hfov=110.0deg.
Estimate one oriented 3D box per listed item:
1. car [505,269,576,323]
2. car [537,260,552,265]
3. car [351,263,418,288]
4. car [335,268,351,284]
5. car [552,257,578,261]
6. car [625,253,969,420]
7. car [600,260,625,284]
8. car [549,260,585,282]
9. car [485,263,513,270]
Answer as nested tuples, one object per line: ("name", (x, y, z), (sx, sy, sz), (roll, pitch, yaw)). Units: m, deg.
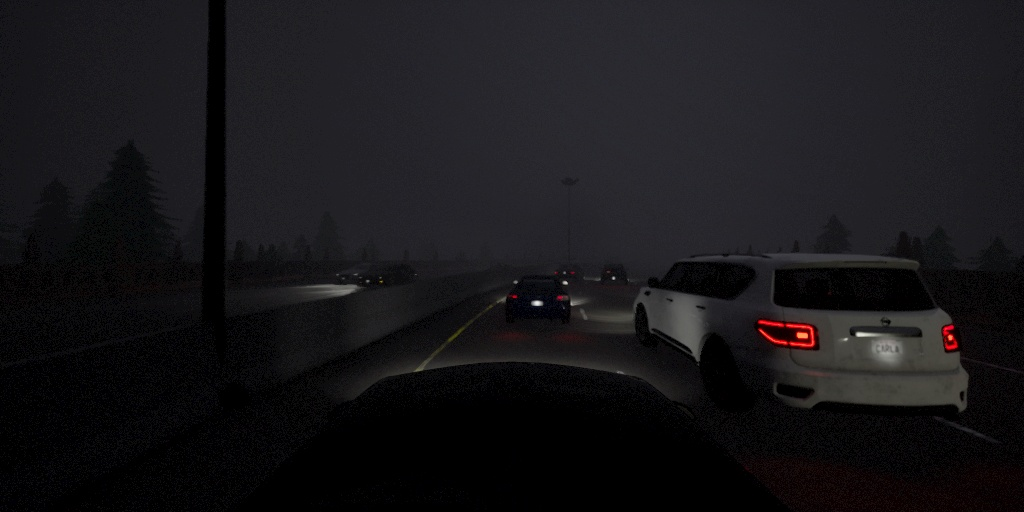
("car", (0.931, 1.311, 12.137), (1.994, 1.385, 4.181), (0, 0, 6))
("car", (6.447, 1.445, 63.537), (2.033, 1.411, 5.357), (0, 0, 34))
("car", (-7.910, 1.227, 23.415), (1.837, 1.490, 4.892), (0, 0, 13))
("car", (-10.785, 1.243, 26.365), (1.812, 1.442, 4.674), (0, 0, 14))
("car", (9.661, 1.114, 62.060), (2.150, 2.045, 5.566), (0, 0, 34))
("car", (3.833, 0.985, 6.197), (2.150, 2.045, 5.566), (0, 0, 3))
("car", (7.754, 1.284, 27.129), (1.837, 1.490, 4.892), (0, 0, 17))
("car", (4.774, 1.321, 29.525), (2.033, 1.411, 5.357), (0, 0, 18))
("car", (-1.106, 1.329, 34.202), (1.994, 1.385, 4.181), (0, 0, 20))
